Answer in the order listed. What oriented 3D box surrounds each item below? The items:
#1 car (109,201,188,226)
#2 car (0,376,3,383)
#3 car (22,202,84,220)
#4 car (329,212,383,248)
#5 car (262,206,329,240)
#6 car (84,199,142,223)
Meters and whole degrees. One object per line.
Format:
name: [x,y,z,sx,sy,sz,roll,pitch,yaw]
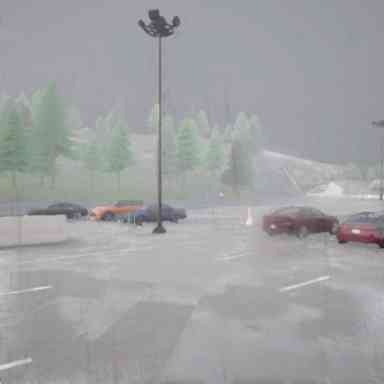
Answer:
car: [-2.837,1.568,23.957,5.357,1.411,2.033,0,0,-39]
car: [-3.358,1.356,1.453,4.553,1.767,2.097,0,0,-35]
car: [-10.881,1.539,26.554,4.892,1.490,1.837,1,-1,-38]
car: [8.202,1.566,14.792,4.181,1.385,1.994,0,0,-40]
car: [5.733,1.484,17.271,5.008,1.535,1.882,0,0,-40]
car: [-5.683,1.376,26.180,4.553,1.767,2.097,0,0,-38]
